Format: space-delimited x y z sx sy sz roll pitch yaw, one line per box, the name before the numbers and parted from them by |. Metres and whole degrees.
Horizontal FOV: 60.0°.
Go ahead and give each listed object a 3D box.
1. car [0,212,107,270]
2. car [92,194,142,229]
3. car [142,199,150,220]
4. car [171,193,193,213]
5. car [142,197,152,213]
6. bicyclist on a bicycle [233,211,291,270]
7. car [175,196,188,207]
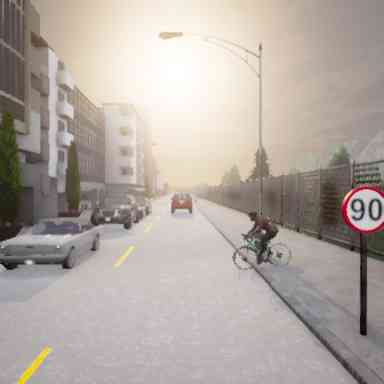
car | -4.420 1.573 11.105 1.895 1.301 4.718 0 0 -2
car | -4.759 1.169 21.245 2.150 2.045 5.566 0 0 -2
car | -4.861 1.495 27.083 1.994 1.385 4.181 0 0 -2
car | -1.073 1.128 35.092 2.150 2.045 5.566 0 0 -2
car | -5.085 1.269 32.059 2.097 1.767 4.553 0 0 -1
bicyclist on a bicycle | 1.926 1.347 9.301 1.656 1.620 0.582 -5 0 -2
car | -1.562 1.349 49.240 1.882 1.535 5.008 0 0 -1
